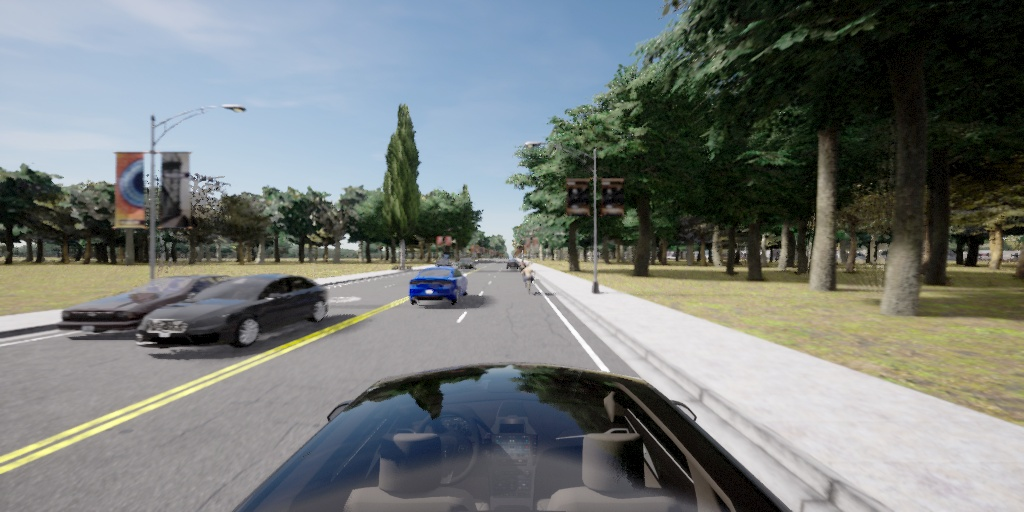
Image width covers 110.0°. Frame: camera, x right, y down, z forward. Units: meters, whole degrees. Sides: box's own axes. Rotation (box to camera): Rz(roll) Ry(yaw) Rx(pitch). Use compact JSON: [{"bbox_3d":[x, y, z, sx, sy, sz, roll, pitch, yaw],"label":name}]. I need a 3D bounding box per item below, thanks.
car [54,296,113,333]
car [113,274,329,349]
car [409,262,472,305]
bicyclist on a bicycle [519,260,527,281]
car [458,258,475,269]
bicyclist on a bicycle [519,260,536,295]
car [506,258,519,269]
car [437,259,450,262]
[{"bbox_3d":[-9.851,1.290,10.997,2.033,1.411,5.357,0,0,0],"label":"car"},{"bbox_3d":[-6.599,1.249,9.238,1.837,1.490,4.892,0,0,0],"label":"car"},{"bbox_3d":[-3.147,1.216,16.115,1.882,1.535,5.008,0,0,0],"label":"car"},{"bbox_3d":[0.896,1.179,29.598,0.582,1.620,1.656,0,0,0],"label":"bicyclist on a bicycle"},{"bbox_3d":[-6.570,1.062,51.300,2.097,1.767,4.553,0,0,0],"label":"car"},{"bbox_3d":[0.876,1.172,18.780,0.866,1.612,1.509,0,0,0],"label":"bicyclist on a bicycle"},{"bbox_3d":[0.099,1.230,55.629,1.812,1.442,4.674,0,0,0],"label":"car"},{"bbox_3d":[-9.819,1.214,51.364,1.837,1.490,4.892,0,0,0],"label":"car"}]
